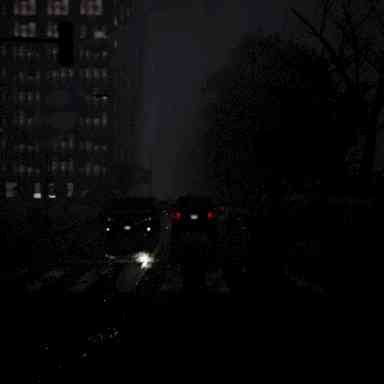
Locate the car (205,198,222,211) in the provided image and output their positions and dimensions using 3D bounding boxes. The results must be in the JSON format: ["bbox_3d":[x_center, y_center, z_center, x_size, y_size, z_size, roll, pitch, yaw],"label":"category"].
[{"bbox_3d":[2.561,1.515,41.153,1.752,1.417,4.829,0,0,0],"label":"car"}]

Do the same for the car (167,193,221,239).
[{"bbox_3d":[0.098,1.219,17.561,2.150,2.045,5.566,0,0,0],"label":"car"}]

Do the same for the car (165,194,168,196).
[{"bbox_3d":[-2.759,1.479,50.653,2.128,1.511,4.902,0,0,0],"label":"car"}]

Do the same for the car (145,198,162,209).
[{"bbox_3d":[-5.320,1.553,46.535,1.947,1.339,4.313,0,0,0],"label":"car"}]

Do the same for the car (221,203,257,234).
[{"bbox_3d":[2.563,1.548,18.802,2.008,1.369,4.403,0,0,0],"label":"car"}]

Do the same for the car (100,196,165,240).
[{"bbox_3d":[-2.850,1.219,17.404,2.150,2.045,5.566,0,0,0],"label":"car"}]

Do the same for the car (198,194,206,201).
[{"bbox_3d":[2.556,1.399,85.346,1.967,1.590,4.097,0,0,0],"label":"car"}]

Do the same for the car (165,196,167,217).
[{"bbox_3d":[-2.849,1.493,30.416,1.837,1.490,4.892,0,2,0],"label":"car"}]

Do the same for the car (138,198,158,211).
[{"bbox_3d":[-5.320,1.535,40.990,1.887,1.381,4.507,0,0,0],"label":"car"}]

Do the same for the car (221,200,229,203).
[{"bbox_3d":[2.562,1.434,29.893,1.967,1.590,4.097,0,0,0],"label":"car"}]

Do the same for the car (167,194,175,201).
[{"bbox_3d":[-5.324,1.400,85.350,1.967,1.590,4.097,0,0,0],"label":"car"}]

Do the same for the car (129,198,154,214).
[{"bbox_3d":[-5.319,1.432,35.445,1.967,1.590,4.097,0,0,0],"label":"car"}]

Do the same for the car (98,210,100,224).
[{"bbox_3d":[-5.318,1.311,24.355,2.192,1.841,5.009,0,0,0],"label":"car"}]

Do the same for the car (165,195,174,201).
[{"bbox_3d":[-5.324,1.515,79.805,2.008,1.369,4.403,0,0,0],"label":"car"}]

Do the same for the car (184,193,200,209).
[{"bbox_3d":[-0.005,1.209,46.364,2.150,2.045,5.566,0,0,0],"label":"car"}]

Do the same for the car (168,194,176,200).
[{"bbox_3d":[-5.324,1.394,90.895,1.967,1.590,4.097,0,0,0],"label":"car"}]

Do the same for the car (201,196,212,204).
[{"bbox_3d":[2.743,1.482,62.042,1.837,1.490,4.892,0,0,0],"label":"car"}]

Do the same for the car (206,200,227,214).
[{"bbox_3d":[2.561,1.558,35.438,1.947,1.339,4.313,0,0,0],"label":"car"}]
